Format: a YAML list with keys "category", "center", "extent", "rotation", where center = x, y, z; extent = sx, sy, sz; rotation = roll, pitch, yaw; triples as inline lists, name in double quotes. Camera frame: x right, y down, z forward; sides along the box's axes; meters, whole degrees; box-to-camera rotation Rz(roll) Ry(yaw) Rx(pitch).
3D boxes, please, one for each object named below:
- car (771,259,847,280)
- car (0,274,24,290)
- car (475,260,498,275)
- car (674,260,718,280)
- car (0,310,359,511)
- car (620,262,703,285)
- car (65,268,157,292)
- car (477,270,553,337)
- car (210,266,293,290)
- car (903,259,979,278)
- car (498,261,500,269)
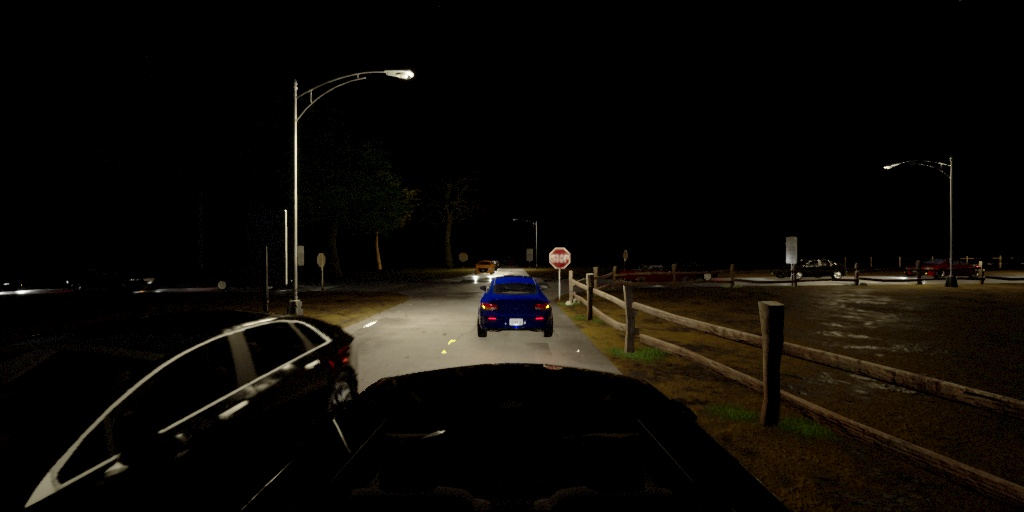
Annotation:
- category: "car"
  center: [22.255, 0.976, 26.927]
  extent: [4.892, 1.490, 1.837]
  rotation: [-1, 1, 0]
- category: "car"
  center: [-36.014, 1.731, 24.178]
  extent: [4.181, 1.385, 1.994]
  rotation: [-1, 1, 1]
- category: "car"
  center: [-2.977, 1.257, 39.876]
  extent: [1.882, 1.535, 5.008]
  rotation: [0, 0, 1]
- category: "car"
  center: [12.734, 1.060, 26.920]
  extent: [5.008, 1.535, 1.882]
  rotation: [-1, 1, -1]
- category: "car"
  center: [-2.752, 1.255, 2.483]
  extent: [1.837, 1.490, 4.892]
  rotation: [0, 0, 0]
- category: "car"
  center: [9.870, 1.250, 24.186]
  extent: [4.718, 1.301, 1.895]
  rotation: [-1, 1, 5]
- category: "car"
  center: [-26.837, 1.555, 24.136]
  extent: [4.902, 1.511, 2.128]
  rotation: [-1, 1, 0]
- category: "car"
  center: [0.053, 1.277, 10.129]
  extent: [1.812, 1.442, 4.674]
  rotation: [0, 0, -1]
- category: "car"
  center: [-17.335, 1.435, 24.136]
  extent: [5.008, 1.535, 1.882]
  rotation: [-1, 1, 0]
- category: "car"
  center: [32.181, 0.918, 26.903]
  extent: [4.181, 1.385, 1.994]
  rotation: [-1, 1, -1]
- category: "car"
  center: [-2.966, 1.353, 50.412]
  extent: [2.033, 1.411, 5.357]
  rotation: [0, 0, 0]
